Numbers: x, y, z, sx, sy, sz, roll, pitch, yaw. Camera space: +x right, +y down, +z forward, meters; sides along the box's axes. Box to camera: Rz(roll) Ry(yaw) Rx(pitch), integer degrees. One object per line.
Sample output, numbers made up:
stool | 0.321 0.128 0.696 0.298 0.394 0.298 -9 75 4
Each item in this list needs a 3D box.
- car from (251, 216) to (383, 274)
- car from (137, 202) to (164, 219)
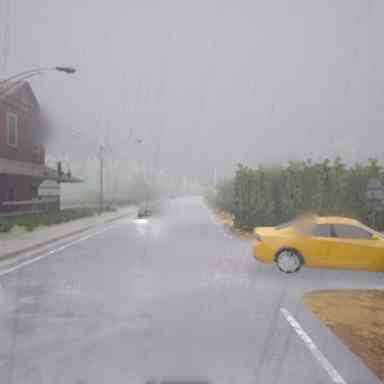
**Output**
car | 4.262 1.485 9.652 5.008 1.535 1.882 0 2 14
car | -3.536 1.585 29.251 1.994 1.385 4.181 0 0 1
